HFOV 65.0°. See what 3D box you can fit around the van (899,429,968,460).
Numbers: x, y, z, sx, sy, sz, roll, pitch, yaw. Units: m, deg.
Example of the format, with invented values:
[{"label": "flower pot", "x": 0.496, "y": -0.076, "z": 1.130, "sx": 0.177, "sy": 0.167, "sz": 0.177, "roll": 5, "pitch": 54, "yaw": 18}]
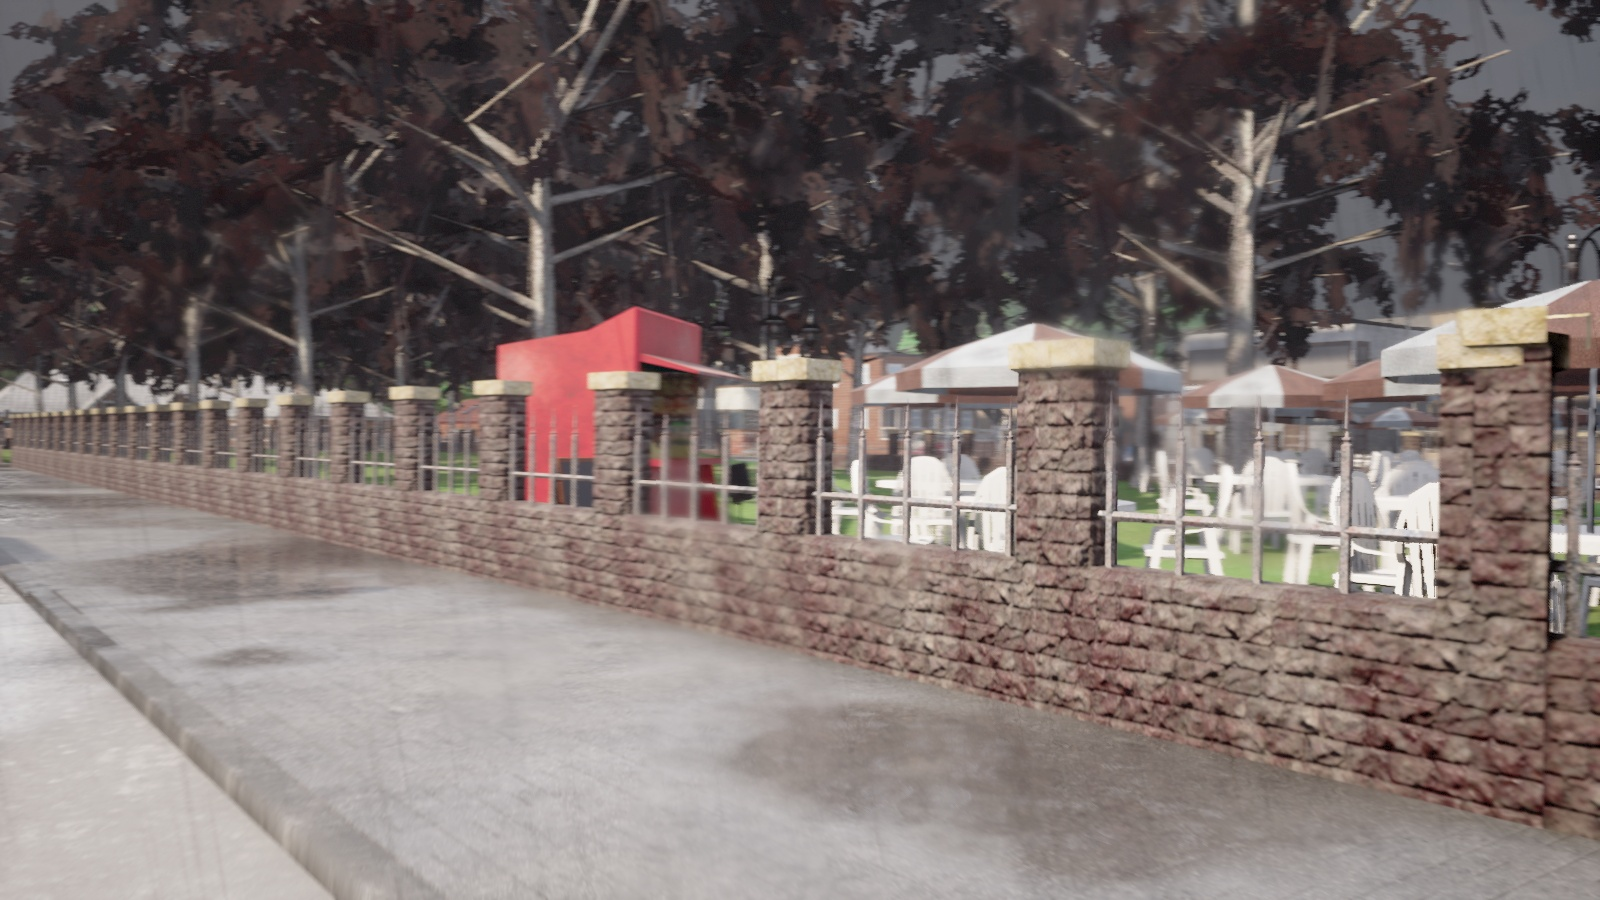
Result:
[{"label": "van", "x": 8.723, "y": -0.356, "z": 81.893, "sx": 4.442, "sy": 1.987, "sz": 1.775, "roll": -1, "pitch": 1, "yaw": -38}]
